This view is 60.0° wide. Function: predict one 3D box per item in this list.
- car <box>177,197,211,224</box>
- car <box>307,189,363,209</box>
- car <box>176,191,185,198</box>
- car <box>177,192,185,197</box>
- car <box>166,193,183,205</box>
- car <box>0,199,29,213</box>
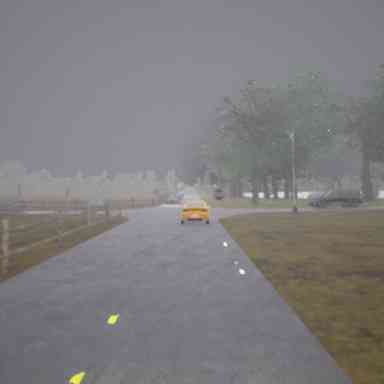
[{"bbox_3d":[0.314,1.327,23.587,1.882,1.535,5.008,0,0,3],"label":"car"},{"bbox_3d":[15.427,0.734,35.939,5.566,2.045,2.150,-1,-1,0],"label":"car"},{"bbox_3d":[-2.761,0.662,78.856,1.882,1.535,5.008,0,1,0],"label":"car"},{"bbox_3d":[-2.759,0.947,66.187,2.033,1.411,5.357,0,1,0],"label":"car"},{"bbox_3d":[-2.821,1.190,49.964,1.994,1.385,4.181,0,1,1],"label":"car"},{"bbox_3d":[-18.504,1.355,32.885,4.181,1.385,1.994,0,-1,0],"label":"car"}]
